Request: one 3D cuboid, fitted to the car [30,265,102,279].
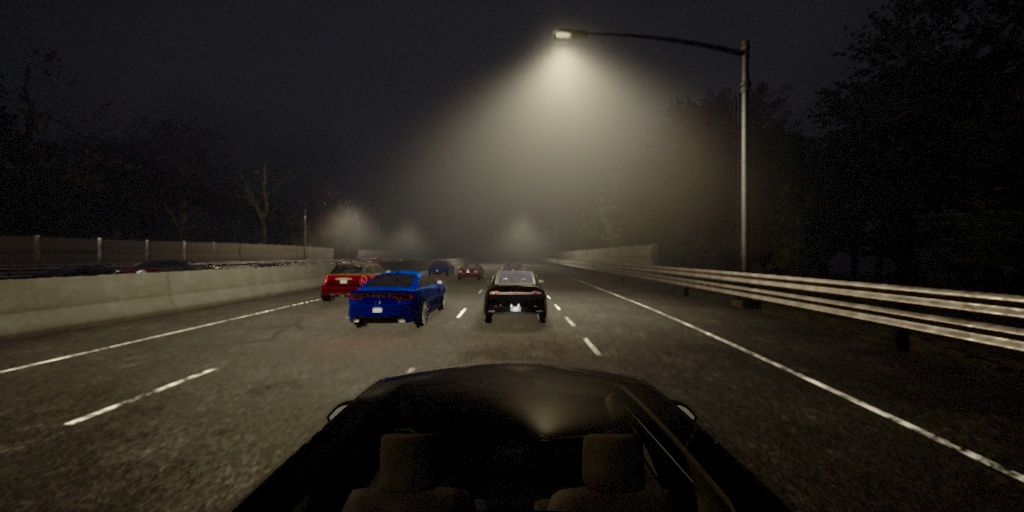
[{"bbox_3d":[-28.090,1.277,23.288,1.994,1.385,4.181,0,0,0],"label":"car"}]

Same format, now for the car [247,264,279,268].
[{"bbox_3d":[-17.592,1.274,25.180,1.994,1.385,4.181,0,0,0],"label":"car"}]

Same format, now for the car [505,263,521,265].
[{"bbox_3d":[0.106,1.252,30.177,2.033,1.411,5.357,0,0,0],"label":"car"}]

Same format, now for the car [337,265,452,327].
[{"bbox_3d":[-3.396,1.209,11.514,1.882,1.535,5.008,0,0,0],"label":"car"}]

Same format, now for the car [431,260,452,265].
[{"bbox_3d":[-6.892,1.176,35.549,1.882,1.535,5.008,0,0,0],"label":"car"}]

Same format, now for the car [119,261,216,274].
[{"bbox_3d":[-21.096,1.260,22.967,2.033,1.411,5.357,0,0,0],"label":"car"}]

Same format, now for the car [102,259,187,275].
[{"bbox_3d":[-24.590,1.063,24.860,2.097,1.767,4.553,0,0,0],"label":"car"}]

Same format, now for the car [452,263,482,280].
[{"bbox_3d":[-3.394,1.252,30.170,2.033,1.411,5.357,0,0,0],"label":"car"}]

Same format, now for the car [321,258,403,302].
[{"bbox_3d":[-6.897,1.074,16.801,2.097,1.767,4.553,0,0,0],"label":"car"}]

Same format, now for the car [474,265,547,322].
[{"bbox_3d":[0.102,1.222,12.151,2.128,1.511,4.902,0,0,0],"label":"car"}]
